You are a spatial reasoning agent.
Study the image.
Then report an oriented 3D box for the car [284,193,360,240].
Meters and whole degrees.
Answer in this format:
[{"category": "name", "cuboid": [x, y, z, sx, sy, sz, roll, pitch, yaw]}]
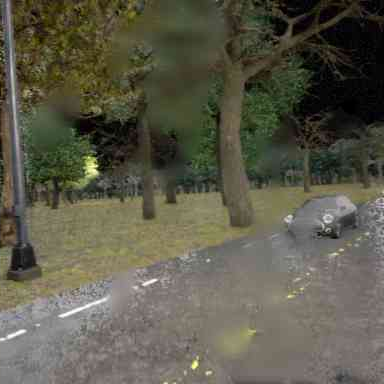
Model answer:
[{"category": "car", "cuboid": [5.777, 0.969, 14.678, 2.097, 1.767, 4.553, -4, 0, 39]}]
